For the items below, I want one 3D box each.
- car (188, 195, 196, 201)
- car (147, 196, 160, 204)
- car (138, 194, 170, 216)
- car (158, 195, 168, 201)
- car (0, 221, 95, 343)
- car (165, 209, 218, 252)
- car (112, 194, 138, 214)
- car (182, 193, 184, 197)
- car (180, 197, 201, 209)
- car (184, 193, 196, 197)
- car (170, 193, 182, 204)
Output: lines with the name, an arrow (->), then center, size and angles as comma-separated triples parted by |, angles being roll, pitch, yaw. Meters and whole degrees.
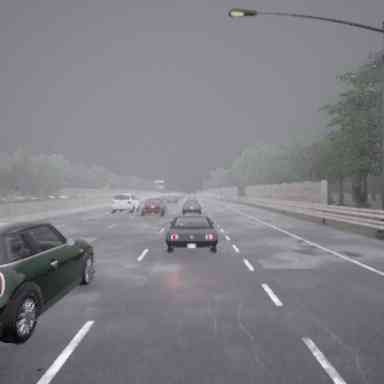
car -> -0.030, 1.399, 81.682 | 1.812, 1.442, 4.674 | 0, 0, 0
car -> -7.024, 1.440, 61.532 | 1.812, 1.442, 4.674 | 0, 0, 0
car -> -3.512, 1.335, 31.787 | 2.097, 1.767, 4.553 | 0, 0, 0
car -> -7.030, 1.414, 81.682 | 2.033, 1.411, 5.357 | 0, 0, 0
car -> -3.505, 1.355, 6.603 | 2.097, 1.767, 4.553 | 0, 0, 0
car -> -0.007, 1.603, 13.870 | 1.895, 1.301, 4.718 | 0, 0, 0
car -> -7.013, 1.199, 35.509 | 2.150, 2.045, 5.566 | 0, 0, 0
car -> -3.530, 1.395, 83.685 | 1.812, 1.442, 4.674 | 0, 0, 0
car -> -0.013, 1.541, 35.438 | 1.994, 1.385, 4.181 | 0, 0, 0
car -> -0.022, 1.462, 61.531 | 2.033, 1.411, 5.357 | 0, 0, 0
car -> -3.522, 1.406, 61.542 | 2.128, 1.511, 4.902 | 0, 0, 0
